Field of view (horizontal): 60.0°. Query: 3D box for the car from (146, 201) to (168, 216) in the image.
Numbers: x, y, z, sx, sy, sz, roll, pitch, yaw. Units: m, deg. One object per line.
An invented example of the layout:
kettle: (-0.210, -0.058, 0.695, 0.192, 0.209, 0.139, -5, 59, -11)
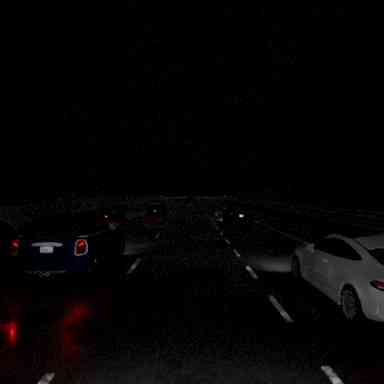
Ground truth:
car: (-3.570, 1.646, 34.227, 1.812, 1.442, 4.674, 0, 0, 0)

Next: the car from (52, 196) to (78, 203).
car: (-17.823, 1.627, 45.844, 1.882, 1.535, 5.008, 0, 0, 0)

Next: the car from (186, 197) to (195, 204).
car: (-0.387, 2.001, 77.348, 1.837, 1.490, 4.892, 0, -1, 0)

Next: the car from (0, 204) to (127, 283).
car: (-3.447, 1.407, 10.002, 2.097, 1.767, 4.553, 0, 0, 0)

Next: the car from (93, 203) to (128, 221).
car: (-7.043, 1.714, 29.243, 1.895, 1.301, 4.718, 0, 0, 0)

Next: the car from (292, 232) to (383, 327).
car: (3.568, 1.565, 6.964, 1.812, 1.442, 4.674, 0, 0, 0)

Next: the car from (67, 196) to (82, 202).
car: (-28.403, 1.675, 80.411, 1.837, 1.490, 4.892, 0, -1, 0)

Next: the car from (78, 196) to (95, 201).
car: (-21.343, 1.715, 68.440, 2.097, 1.767, 4.553, 0, -1, 0)

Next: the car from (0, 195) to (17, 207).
car: (-24.811, 1.359, 42.726, 2.150, 2.045, 5.566, 0, 0, 0)

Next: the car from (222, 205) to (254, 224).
car: (3.474, 1.670, 25.559, 1.994, 1.385, 4.181, 0, 0, 0)
